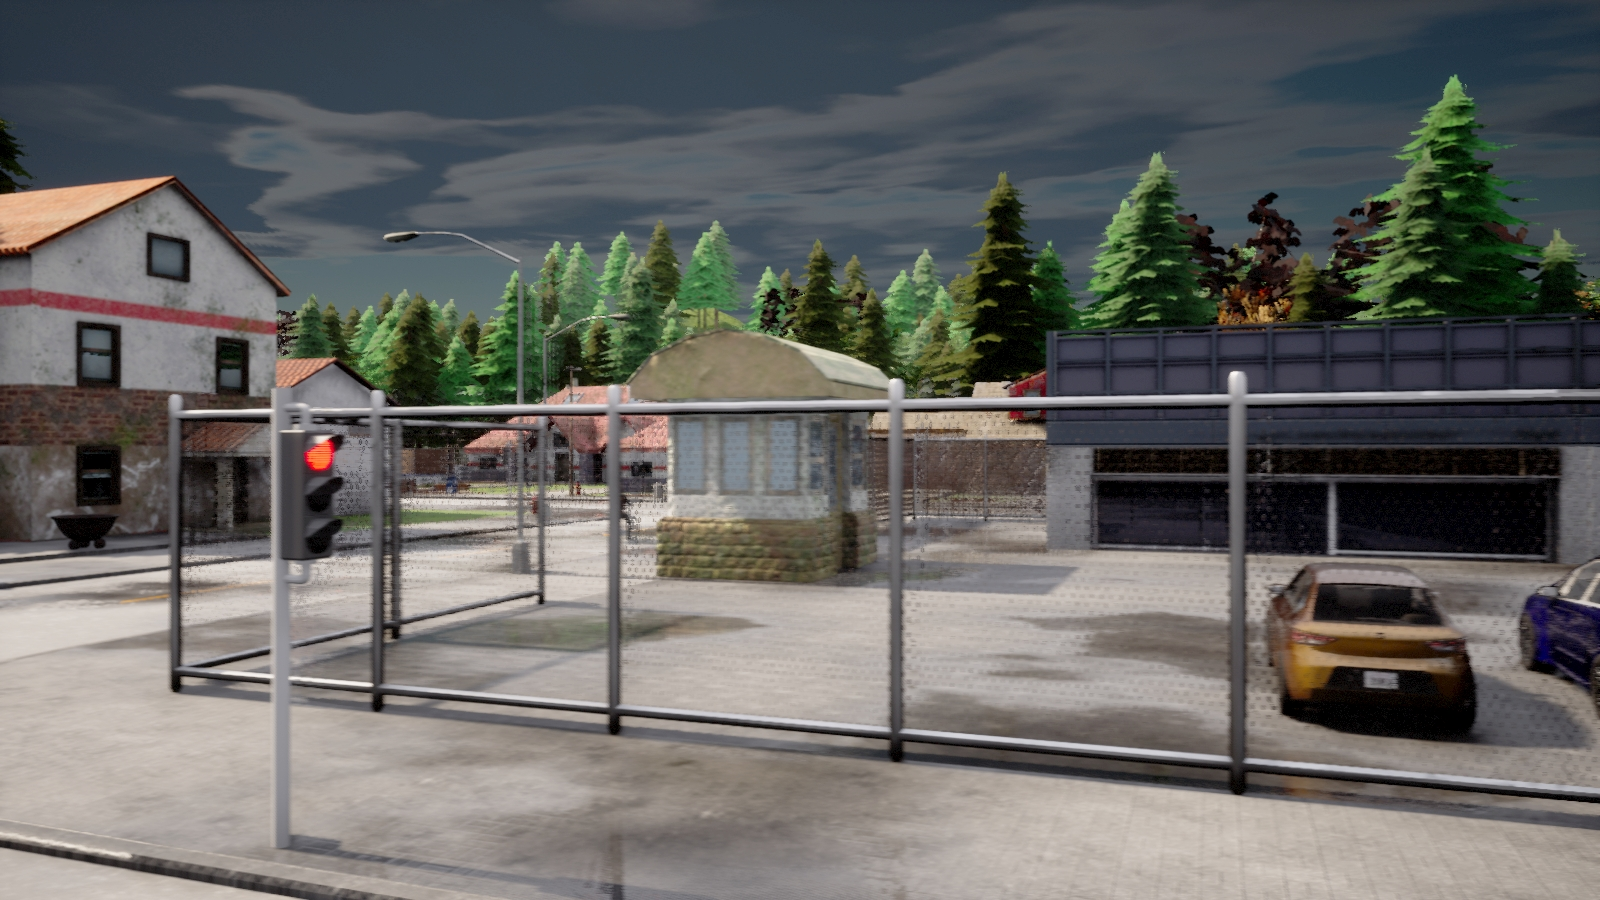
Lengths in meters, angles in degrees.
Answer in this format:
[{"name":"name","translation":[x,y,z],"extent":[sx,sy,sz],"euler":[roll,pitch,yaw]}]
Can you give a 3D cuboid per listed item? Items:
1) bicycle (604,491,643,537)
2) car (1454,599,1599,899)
[{"name":"bicycle","translation":[-5.385,1.940,34.909],"extent":[0.329,1.271,1.835],"euler":[0,0,20]},{"name":"car","translation":[4.613,1.559,2.162],"extent":[5.566,2.045,2.150],"euler":[0,0,20]}]
